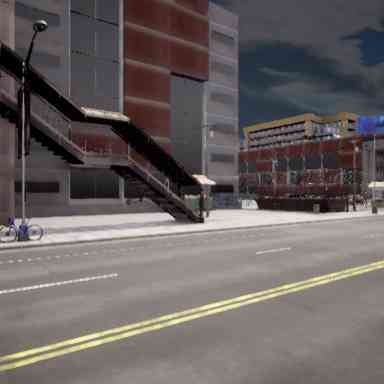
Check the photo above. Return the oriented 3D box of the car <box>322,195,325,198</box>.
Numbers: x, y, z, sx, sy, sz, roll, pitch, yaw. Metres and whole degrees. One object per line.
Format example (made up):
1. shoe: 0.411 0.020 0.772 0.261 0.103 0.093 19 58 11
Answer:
1. car: 29.823 1.421 76.670 3.806 1.475 1.970 0 0 -36
